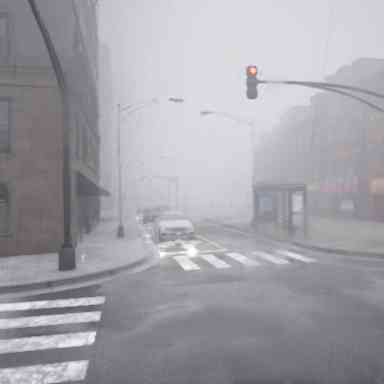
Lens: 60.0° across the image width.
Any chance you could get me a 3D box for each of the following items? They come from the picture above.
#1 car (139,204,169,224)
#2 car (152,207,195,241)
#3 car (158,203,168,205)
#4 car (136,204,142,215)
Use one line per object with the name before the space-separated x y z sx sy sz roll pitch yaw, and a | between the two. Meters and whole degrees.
car | -3.355 2.096 29.791 1.994 1.385 4.181 -1 -1 -12
car | -1.077 1.842 18.914 1.812 1.442 4.674 -1 -1 -10
car | -4.302 2.359 48.415 1.837 1.490 4.892 -1 0 -11
car | -6.767 2.389 46.265 1.812 1.442 4.674 -1 -1 -11
